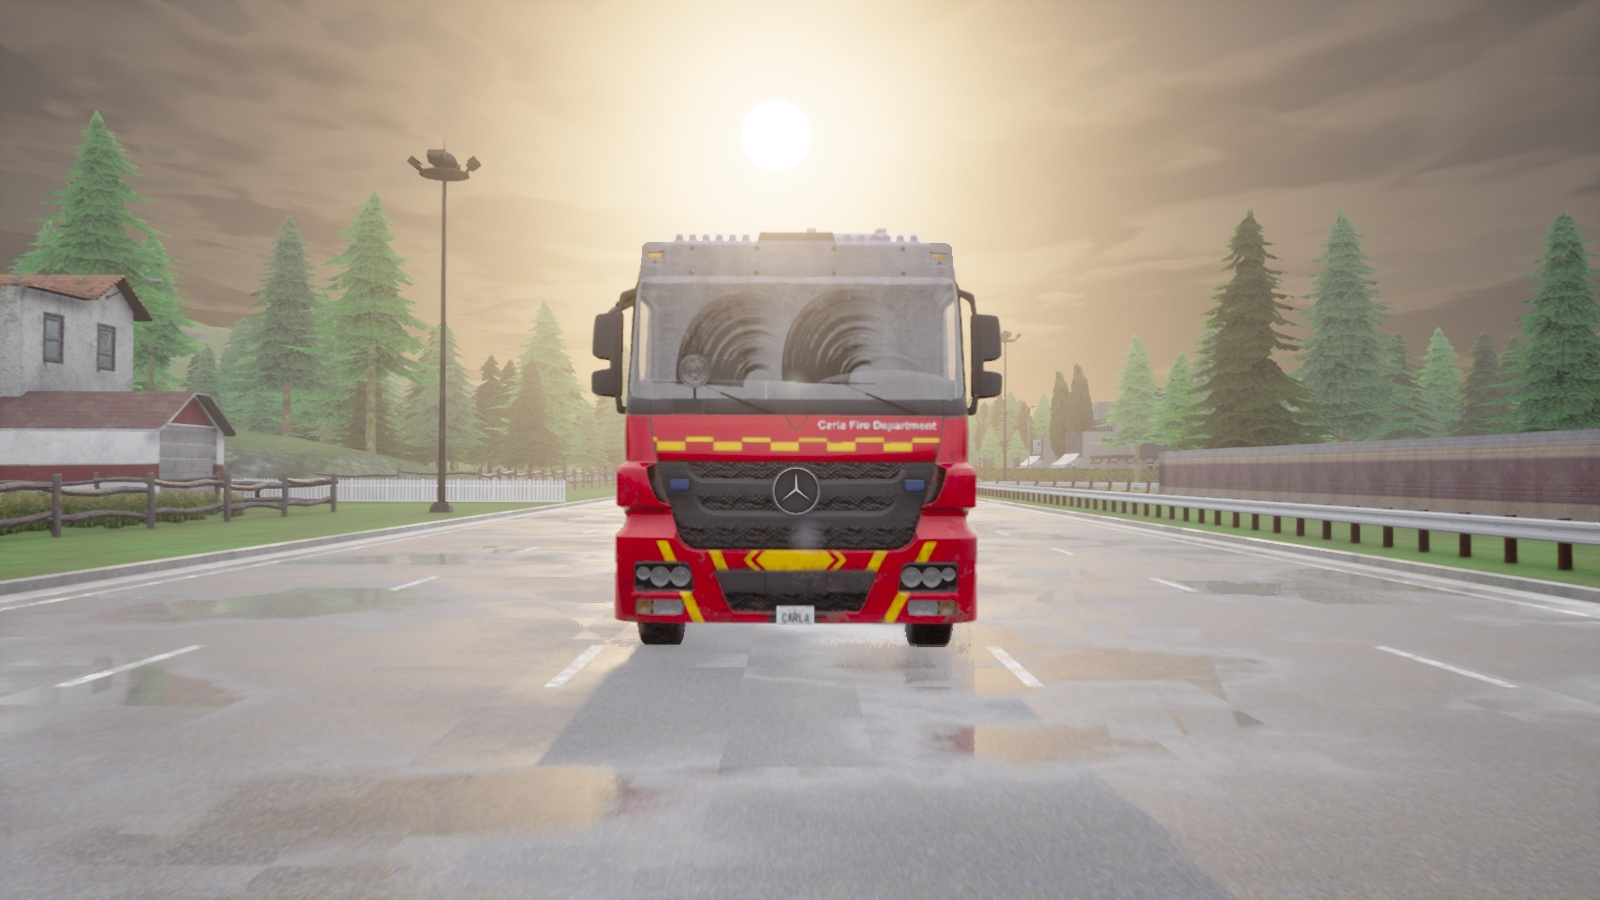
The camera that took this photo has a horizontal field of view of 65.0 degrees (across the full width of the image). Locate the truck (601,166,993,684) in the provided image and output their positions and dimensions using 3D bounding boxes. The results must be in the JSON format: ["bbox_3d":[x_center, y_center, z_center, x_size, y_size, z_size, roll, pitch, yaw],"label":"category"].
[{"bbox_3d":[-0.036,-0.124,13.540,2.891,3.827,8.468,0,-1,0],"label":"truck"}]
